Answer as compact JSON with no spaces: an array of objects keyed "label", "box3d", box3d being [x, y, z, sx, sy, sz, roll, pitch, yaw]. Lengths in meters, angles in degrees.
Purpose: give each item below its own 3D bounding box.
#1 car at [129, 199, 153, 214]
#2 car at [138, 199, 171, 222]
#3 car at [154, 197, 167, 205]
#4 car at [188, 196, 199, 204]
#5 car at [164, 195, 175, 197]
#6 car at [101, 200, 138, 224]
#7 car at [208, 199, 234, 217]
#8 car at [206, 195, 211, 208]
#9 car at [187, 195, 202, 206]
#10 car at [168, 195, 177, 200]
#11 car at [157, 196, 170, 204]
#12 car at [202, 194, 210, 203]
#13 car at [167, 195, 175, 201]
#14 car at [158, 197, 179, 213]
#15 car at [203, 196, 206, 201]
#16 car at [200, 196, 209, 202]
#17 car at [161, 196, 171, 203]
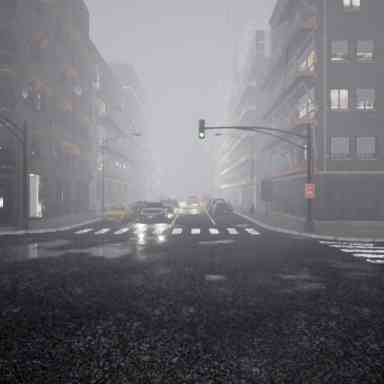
[{"label":"car","box3d":[-5.533,1.554,36.456,1.887,1.381,4.507,1,0,0]},{"label":"car","box3d":[-2.983,1.532,26.570,1.812,1.442,4.674,0,0,0]},{"label":"car","box3d":[-5.443,1.543,58.380,1.752,1.417,4.829,1,0,0]},{"label":"car","box3d":[0.277,1.569,67.162,2.033,1.411,5.357,0,0,0]},{"label":"car","box3d":[-2.888,1.577,47.708,1.994,1.385,4.181,0,0,1]},{"label":"car","box3d":[-5.579,1.531,25.240,1.752,1.417,4.829,1,0,0]},{"label":"car","box3d":[2.825,1.552,30.884,1.887,1.381,4.507,1,0,0]},{"label":"car","box3d":[2.849,1.449,36.408,1.967,1.590,4.097,1,0,0]},{"label":"car","box3d":[0.236,1.369,57.126,2.097,1.767,4.553,0,0,0]},{"label":"car","box3d":[-5.305,1.586,91.690,2.008,1.369,4.403,1,0,0]},{"label":"car","box3d":[-5.419,1.571,64.074,2.008,1.369,4.403,1,0,0]},{"label":"car","box3d":[2.987,1.338,69.549,2.192,1.841,5.009,1,0,0]},{"label":"car","box3d":[-5.328,1.557,85.996,1.752,1.417,4.829,1,0,0]},{"label":"car","box3d":[-2.941,1.557,37.175,2.033,1.411,5.357,0,0,0]},{"label":"car","box3d":[2.893,1.595,47.455,1.802,1.307,4.206,1,0,0]},{"label":"car","box3d":[3.030,1.595,80.595,1.947,1.339,4.313,1,0,0]},{"label":"car","box3d":[-5.396,1.568,69.597,1.887,1.381,4.507,1,0,0]}]
